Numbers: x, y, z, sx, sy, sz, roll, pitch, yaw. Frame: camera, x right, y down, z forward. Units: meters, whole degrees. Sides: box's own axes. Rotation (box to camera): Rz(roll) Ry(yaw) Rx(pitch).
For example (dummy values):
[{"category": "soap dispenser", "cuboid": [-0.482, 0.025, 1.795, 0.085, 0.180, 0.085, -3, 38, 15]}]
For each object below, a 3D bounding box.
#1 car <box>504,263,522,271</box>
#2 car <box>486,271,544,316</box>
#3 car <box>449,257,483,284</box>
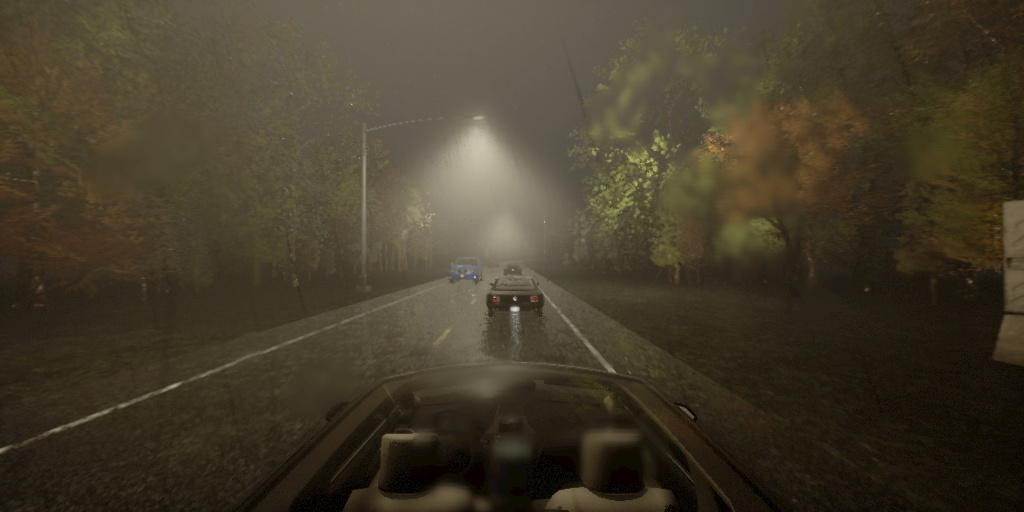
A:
[{"category": "car", "cuboid": [0.107, 1.525, 41.661, 1.994, 1.385, 4.181, 0, 0, 0]}, {"category": "car", "cuboid": [0.102, 1.417, 13.675, 1.895, 1.301, 4.718, 0, 0, 0]}, {"category": "car", "cuboid": [-3.593, 1.119, 28.755, 2.150, 2.045, 5.566, 0, -1, 0]}]
